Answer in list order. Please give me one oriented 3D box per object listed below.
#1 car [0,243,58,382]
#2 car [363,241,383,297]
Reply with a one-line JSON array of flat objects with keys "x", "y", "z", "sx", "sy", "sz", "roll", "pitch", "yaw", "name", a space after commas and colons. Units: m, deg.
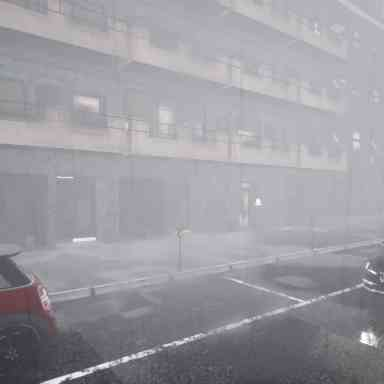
[{"x": -3.850, "y": 1.440, "z": 3.805, "sx": 4.097, "sy": 1.590, "sz": 1.967, "roll": 0, "pitch": 0, "yaw": -35, "name": "car"}, {"x": 5.773, "y": 1.508, "z": 7.496, "sx": 4.892, "sy": 1.490, "sz": 1.837, "roll": 0, "pitch": 0, "yaw": -35, "name": "car"}]
